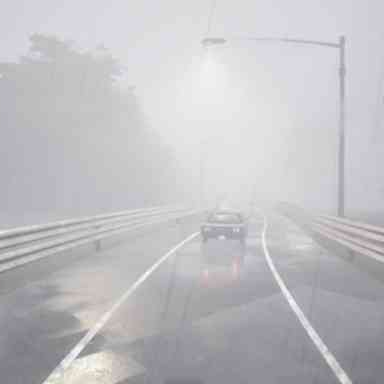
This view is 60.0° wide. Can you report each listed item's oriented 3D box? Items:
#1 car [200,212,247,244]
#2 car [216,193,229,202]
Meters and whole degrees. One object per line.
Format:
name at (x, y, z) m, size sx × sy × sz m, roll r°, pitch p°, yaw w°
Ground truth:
car at (1.697, 1.607, 16.049) m, size 1.895 × 1.301 × 4.718 m, roll 0°, pitch 0°, yaw 11°
car at (6.963, 1.169, 76.680) m, size 2.150 × 2.045 × 5.566 m, roll 0°, pitch 0°, yaw -7°
